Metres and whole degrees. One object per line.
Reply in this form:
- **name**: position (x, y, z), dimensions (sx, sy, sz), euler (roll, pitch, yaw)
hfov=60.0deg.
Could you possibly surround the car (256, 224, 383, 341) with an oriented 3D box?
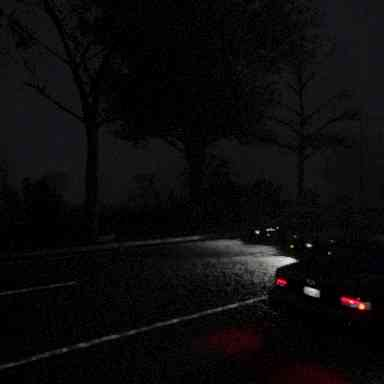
- **car**: position (3.860, 1.551, 6.414), dimensions (5.357, 1.411, 2.033), euler (0, 0, -35)

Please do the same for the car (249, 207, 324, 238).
- **car**: position (4.859, 1.510, 15.798), dimensions (4.892, 1.490, 1.837), euler (0, 0, -34)

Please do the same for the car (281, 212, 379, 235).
- **car**: position (5.487, 1.570, 11.996), dimensions (4.181, 1.385, 1.994), euler (0, 0, -34)
